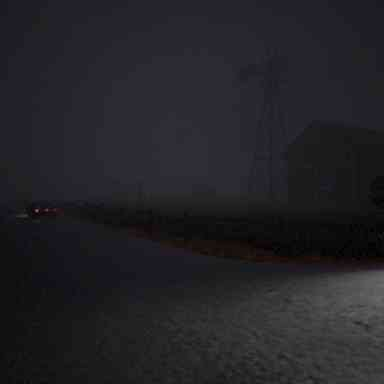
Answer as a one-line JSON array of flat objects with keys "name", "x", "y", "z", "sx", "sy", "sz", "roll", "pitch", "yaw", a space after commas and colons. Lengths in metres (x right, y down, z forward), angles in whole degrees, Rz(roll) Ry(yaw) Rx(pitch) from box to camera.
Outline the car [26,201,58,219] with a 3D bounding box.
[{"name": "car", "x": -12.920, "y": 1.488, "z": 28.547, "sx": 2.033, "sy": 1.411, "sz": 5.357, "roll": 0, "pitch": 0, "yaw": -33}]
